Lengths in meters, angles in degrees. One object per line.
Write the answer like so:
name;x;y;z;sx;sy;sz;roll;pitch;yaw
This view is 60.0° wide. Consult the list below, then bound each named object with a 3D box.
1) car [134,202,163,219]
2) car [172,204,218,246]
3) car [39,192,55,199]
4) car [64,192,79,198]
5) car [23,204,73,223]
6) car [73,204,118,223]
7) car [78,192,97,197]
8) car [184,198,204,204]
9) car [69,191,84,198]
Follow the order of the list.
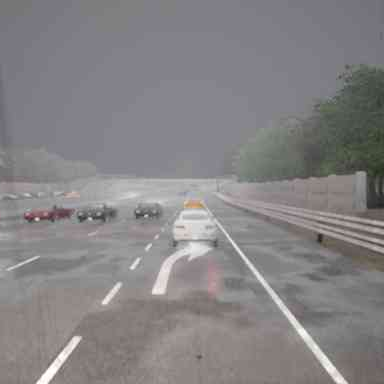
car;-3.433;1.507;27.369;1.895;1.301;4.718;0;0;0
car;0.134;1.475;14.802;1.812;1.442;4.674;0;0;0
car;-31.008;0.889;71.230;1.837;1.490;4.892;0;1;1
car;-24.067;0.985;66.829;1.882;1.535;5.008;0;1;1
car;-10.345;1.517;24.468;1.895;1.301;4.718;0;0;0
car;-6.845;1.517;24.580;1.895;1.301;4.718;0;0;0
car;-20.562;1.022;67.195;2.128;1.511;4.902;0;1;1
car;0.202;1.364;32.926;1.882;1.535;5.008;0;0;0
car;-27.389;0.631;79.154;1.882;1.535;5.008;0;1;1
